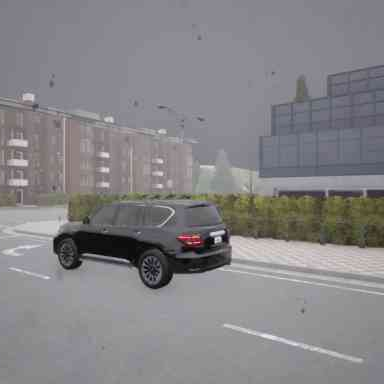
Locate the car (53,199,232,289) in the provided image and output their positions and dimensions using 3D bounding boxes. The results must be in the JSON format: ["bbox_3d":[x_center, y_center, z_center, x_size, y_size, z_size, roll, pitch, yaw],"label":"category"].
[{"bbox_3d":[-1.573,1.221,9.401,5.566,2.045,2.150,0,0,35],"label":"car"}]
